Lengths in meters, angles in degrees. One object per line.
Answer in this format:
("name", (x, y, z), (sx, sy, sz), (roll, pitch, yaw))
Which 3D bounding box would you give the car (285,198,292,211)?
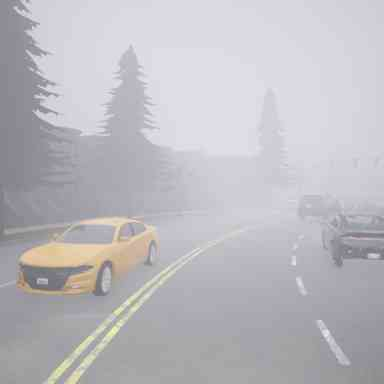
("car", (13.641, 1.317, 40.658), (5.566, 2.045, 2.150), (0, 0, -43))

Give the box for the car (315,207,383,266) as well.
("car", (5.550, 1.491, 11.219), (2.128, 1.511, 4.902), (0, 0, 16))

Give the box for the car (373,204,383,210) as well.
("car", (18.825, 1.564, 30.829), (4.181, 1.385, 1.994), (0, 0, -44))

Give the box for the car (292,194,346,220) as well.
("car", (10.540, 1.221, 27.315), (2.150, 2.045, 5.566), (0, 0, 39))

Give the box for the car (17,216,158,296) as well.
("car", (-2.412, 1.478, 8.970), (1.882, 1.535, 5.008), (0, 0, 12))

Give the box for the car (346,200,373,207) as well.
("car", (17.552, 1.547, 34.699), (5.357, 1.411, 2.033), (0, 0, -42))
